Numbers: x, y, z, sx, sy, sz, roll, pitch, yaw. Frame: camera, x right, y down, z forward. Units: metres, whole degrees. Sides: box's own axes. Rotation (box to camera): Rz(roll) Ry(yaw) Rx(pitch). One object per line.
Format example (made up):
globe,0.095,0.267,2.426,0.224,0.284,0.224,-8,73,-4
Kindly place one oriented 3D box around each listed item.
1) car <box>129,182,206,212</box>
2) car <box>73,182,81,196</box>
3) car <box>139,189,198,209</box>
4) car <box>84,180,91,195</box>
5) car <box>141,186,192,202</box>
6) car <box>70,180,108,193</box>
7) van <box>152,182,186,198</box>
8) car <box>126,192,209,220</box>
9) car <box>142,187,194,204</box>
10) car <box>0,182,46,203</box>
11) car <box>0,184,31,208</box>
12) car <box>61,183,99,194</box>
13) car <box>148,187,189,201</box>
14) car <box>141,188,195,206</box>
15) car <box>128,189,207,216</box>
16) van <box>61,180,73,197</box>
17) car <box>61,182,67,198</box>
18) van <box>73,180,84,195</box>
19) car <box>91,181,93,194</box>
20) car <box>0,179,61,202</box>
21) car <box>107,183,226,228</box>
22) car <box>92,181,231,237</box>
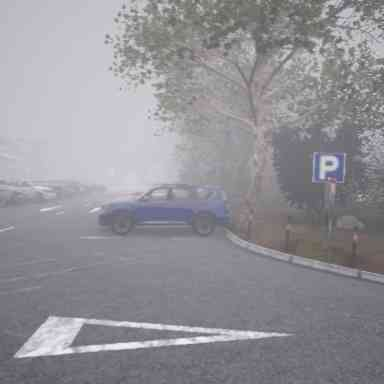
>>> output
car,-1.847,0.340,25.311,5.566,2.045,2.435,1,2,-4
car,-15.822,-0.150,38.220,4.892,1.521,2.231,1,2,-4
car,-1.988,0.533,28.099,4.792,1.488,2.163,1,2,-4
car,-16.225,-0.454,43.807,4.553,1.767,2.185,1,2,-4
car,-2.772,0.232,36.416,5.366,1.575,1.946,1,2,-4
car,-16.914,-0.903,54.988,5.566,2.045,2.435,1,1,-4
van,-3.033,-0.247,44.764,4.442,1.987,1.878,1,2,-4
car,-1.456,0.812,19.890,4.674,1.452,2.002,1,2,-4
car,-2.402,0.327,33.650,5.008,1.535,2.097,1,2,-4
car,-15.054,0.203,27.034,4.892,1.521,2.231,1,2,-4
car,-14.888,0.321,24.244,4.792,1.488,2.163,1,2,-4
car,-16.568,-0.496,49.404,4.892,1.521,2.231,1,2,-4
car,-2.780,0.191,39.207,4.674,1.452,2.002,1,2,-4
car,-2.236,0.444,30.872,4.792,1.488,2.163,1,2,-4
car,-1.640,0.684,22.542,5.008,1.535,2.097,1,2,-4
van,-15.503,-0.286,35.427,4.442,1.987,1.878,1,2,-4
car,-15.439,0.025,32.629,5.008,1.535,2.097,1,2,-4
van,-16.117,-0.468,41.002,4.442,1.987,1.878,1,2,-4
car,-16.351,-0.663,46.600,5.566,2.045,2.435,1,2,-4
car,-15.207,-0.137,29.828,5.566,2.045,2.435,1,2,-4
car,-1.276,0.620,16.980,5.566,2.045,2.435,1,2,-4
car,-1.093,0.712,14.326,5.566,2.045,2.435,1,2,-4
